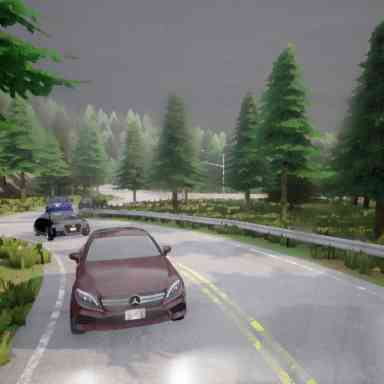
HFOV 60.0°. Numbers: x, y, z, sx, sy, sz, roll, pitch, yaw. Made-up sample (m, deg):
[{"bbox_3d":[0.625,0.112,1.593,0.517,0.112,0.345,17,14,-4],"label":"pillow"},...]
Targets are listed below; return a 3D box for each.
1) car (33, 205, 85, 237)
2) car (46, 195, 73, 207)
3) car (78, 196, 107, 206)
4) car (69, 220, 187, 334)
[{"bbox_3d":[-7.029,1.664,17.758,1.994,1.385,4.181,-4,2,-38],"label":"car"},{"bbox_3d":[-12.816,1.326,32.224,2.150,2.045,5.566,-1,0,-18],"label":"car"},{"bbox_3d":[-12.658,1.289,42.809,2.097,1.767,4.553,2,2,13],"label":"car"},{"bbox_3d":[-1.512,1.523,7.052,1.812,1.442,4.674,-2,0,-17],"label":"car"}]
